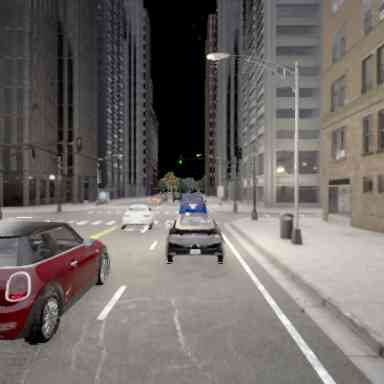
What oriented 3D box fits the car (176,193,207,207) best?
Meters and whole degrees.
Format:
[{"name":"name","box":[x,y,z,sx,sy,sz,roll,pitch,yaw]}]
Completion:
[{"name":"car","box":[0.093,1.236,27.757,2.150,2.045,5.566,0,0,0]}]

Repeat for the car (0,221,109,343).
[{"name":"car","box":[-3.148,1.358,6.603,2.097,1.767,4.553,0,0,0]}]

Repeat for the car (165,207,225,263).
[{"name":"car","box":[0.100,1.500,11.983,2.128,1.511,4.902,0,0,0]}]

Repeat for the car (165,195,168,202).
[{"name":"car","box":[-6.493,1.375,75.041,2.097,1.767,4.553,0,0,0]}]

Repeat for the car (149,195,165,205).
[{"name":"car","box":[-6.526,1.369,59.747,2.097,1.767,4.553,0,0,1]}]

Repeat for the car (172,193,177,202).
[{"name":"car","box":[-3.243,1.241,74.695,2.150,2.045,5.566,0,0,0]}]

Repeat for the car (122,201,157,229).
[{"name":"car","box":[-3.411,1.537,21.518,1.812,1.442,4.674,0,0,-4]}]

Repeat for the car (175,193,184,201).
[{"name":"car","box":[-3.242,1.247,85.299,2.097,1.767,4.553,0,0,0]}]

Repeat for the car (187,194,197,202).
[{"name":"car","box":[0.007,1.372,75.051,2.097,1.767,4.553,0,0,0]}]
